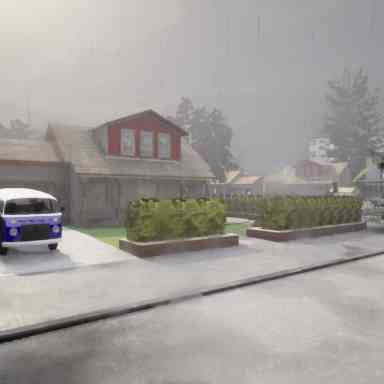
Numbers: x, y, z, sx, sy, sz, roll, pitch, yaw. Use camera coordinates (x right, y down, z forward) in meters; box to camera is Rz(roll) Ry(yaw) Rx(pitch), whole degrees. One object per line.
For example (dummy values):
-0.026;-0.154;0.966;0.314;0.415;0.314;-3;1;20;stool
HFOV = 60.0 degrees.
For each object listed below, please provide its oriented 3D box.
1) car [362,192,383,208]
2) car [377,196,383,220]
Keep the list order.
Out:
22.993;0.985;40.726;3.866;1.878;1.905;0;0;-1;car
15.392;1.351;22.345;2.097;1.767;4.553;0;0;-25;car
